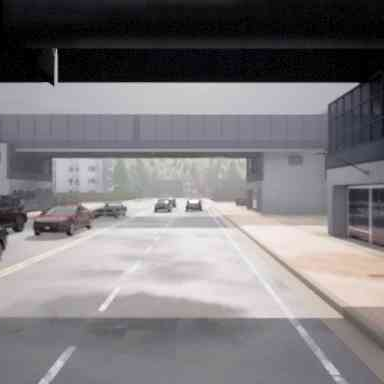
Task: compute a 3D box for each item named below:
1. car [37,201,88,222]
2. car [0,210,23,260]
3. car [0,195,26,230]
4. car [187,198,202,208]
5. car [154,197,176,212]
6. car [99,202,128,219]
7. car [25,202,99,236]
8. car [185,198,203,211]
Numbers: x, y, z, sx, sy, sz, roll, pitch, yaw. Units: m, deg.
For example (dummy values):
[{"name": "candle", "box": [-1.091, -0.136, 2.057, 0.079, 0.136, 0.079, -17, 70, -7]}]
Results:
[{"name": "car", "box": [-10.429, 1.521, 27.323, 2.033, 1.411, 5.357, 0, 0, 0]}, {"name": "car", "box": [-7.033, 1.478, 9.058, 2.128, 1.511, 4.902, 0, 0, 1]}, {"name": "car", "box": [-10.487, 1.200, 16.863, 2.150, 2.045, 5.566, 0, 0, 0]}, {"name": "car", "box": [0.361, 1.541, 48.539, 1.994, 1.385, 4.181, 0, 0, 3]}, {"name": "car", "box": [-3.273, 1.525, 38.337, 2.033, 1.411, 5.357, 0, 0, 0]}, {"name": "car", "box": [-6.916, 1.578, 28.685, 1.895, 1.301, 4.718, 0, 0, 1]}, {"name": "car", "box": [-6.984, 1.460, 18.563, 1.882, 1.535, 5.008, 0, 0, 0]}, {"name": "car", "box": [0.235, 1.545, 39.645, 1.994, 1.385, 4.181, 0, 0, 0]}]
